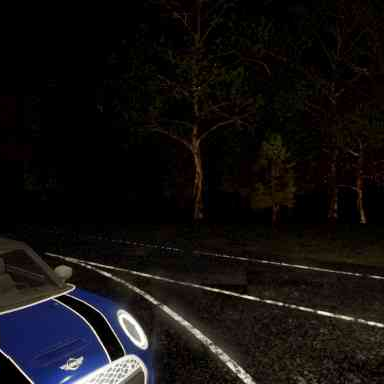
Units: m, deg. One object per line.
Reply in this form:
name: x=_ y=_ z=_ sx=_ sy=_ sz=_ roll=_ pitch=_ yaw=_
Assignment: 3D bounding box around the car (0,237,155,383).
car: x=-2.570 y=1.338 z=3.717 sx=4.553 sy=1.767 sz=2.097 roll=1 pitch=0 yaw=36
